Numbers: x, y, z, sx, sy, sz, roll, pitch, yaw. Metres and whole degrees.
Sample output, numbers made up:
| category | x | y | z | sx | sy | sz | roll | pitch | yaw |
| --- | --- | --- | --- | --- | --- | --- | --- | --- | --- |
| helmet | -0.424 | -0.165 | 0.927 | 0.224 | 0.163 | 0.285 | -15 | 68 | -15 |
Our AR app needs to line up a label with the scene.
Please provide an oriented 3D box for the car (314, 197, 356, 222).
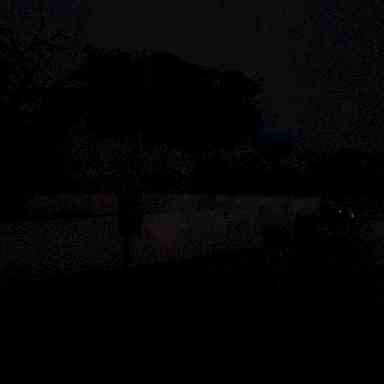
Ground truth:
| category | x | y | z | sx | sy | sz | roll | pitch | yaw |
| --- | --- | --- | --- | --- | --- | --- | --- | --- | --- |
| car | 7.918 | 1.084 | 21.370 | 2.128 | 1.511 | 4.902 | 1 | 1 | -36 |

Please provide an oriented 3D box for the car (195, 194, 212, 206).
| category | x | y | z | sx | sy | sz | roll | pitch | yaw |
| --- | --- | --- | --- | --- | --- | --- | --- | --- | --- |
| car | 0.122 | 0.940 | 32.025 | 1.812 | 1.442 | 4.674 | 1 | 0 | -36 |
